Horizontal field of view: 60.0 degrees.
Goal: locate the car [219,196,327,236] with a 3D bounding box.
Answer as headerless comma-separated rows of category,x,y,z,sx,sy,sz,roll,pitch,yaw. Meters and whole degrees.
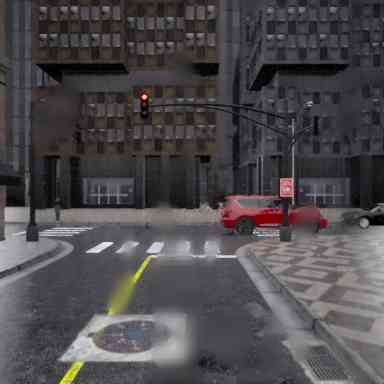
car,4.255,1.213,17.927,5.566,2.045,2.150,0,0,1

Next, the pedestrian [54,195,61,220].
pedestrian,-9.812,1.152,24.334,0.375,1.860,0.375,0,0,1

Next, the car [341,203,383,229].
car,12.058,1.458,21.032,5.008,1.535,1.882,0,0,1
